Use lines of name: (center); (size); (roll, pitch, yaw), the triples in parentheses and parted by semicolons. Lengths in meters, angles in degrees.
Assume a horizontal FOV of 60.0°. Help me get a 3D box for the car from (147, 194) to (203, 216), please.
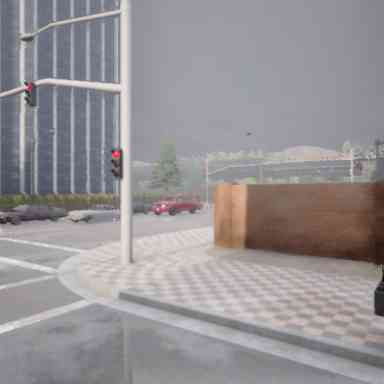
car: (-1.616, 1.259, 33.407); (2.150, 2.045, 5.566); (0, 0, 35)

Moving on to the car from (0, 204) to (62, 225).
car: (-11.958, 1.594, 24.865); (2.033, 1.411, 5.357); (0, 0, 32)

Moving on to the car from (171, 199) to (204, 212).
car: (-0.478, 1.607, 41.066); (1.994, 1.385, 4.181); (0, 0, 35)

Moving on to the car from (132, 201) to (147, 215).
car: (-6.128, 1.593, 33.082); (2.033, 1.411, 5.357); (0, 0, 35)

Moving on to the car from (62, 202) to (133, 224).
car: (-7.153, 1.640, 25.548); (1.895, 1.301, 4.718); (0, 0, 35)
